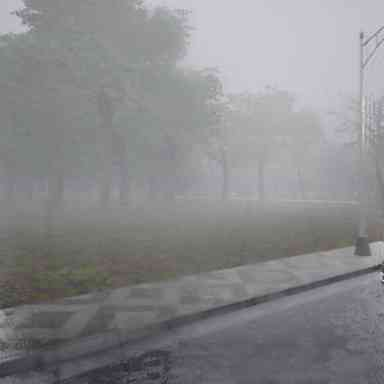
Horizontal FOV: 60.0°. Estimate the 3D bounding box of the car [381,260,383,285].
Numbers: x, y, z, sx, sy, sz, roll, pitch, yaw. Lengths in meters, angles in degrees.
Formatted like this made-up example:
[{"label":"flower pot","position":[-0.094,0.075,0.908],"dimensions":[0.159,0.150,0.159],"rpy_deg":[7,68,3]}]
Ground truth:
[{"label":"car","position":[6.383,1.497,7.929],"dimensions":[4.892,1.490,1.837],"rpy_deg":[0,0,-35]}]
